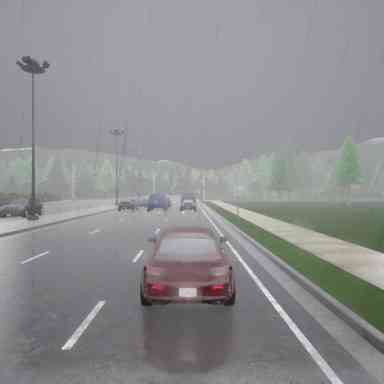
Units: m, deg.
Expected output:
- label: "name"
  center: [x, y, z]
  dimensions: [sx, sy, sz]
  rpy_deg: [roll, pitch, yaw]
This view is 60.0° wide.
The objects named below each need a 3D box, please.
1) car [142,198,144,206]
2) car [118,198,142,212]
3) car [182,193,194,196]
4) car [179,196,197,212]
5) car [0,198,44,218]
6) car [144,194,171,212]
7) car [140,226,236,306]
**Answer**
- label: "car"
  center: [-7.561, 1.563, 49.478]
  dimensions: [1.994, 1.385, 4.181]
  rpy_deg: [0, 0, -1]
- label: "car"
  center: [-7.440, 1.504, 39.128]
  dimensions: [1.837, 1.490, 4.892]
  rpy_deg: [0, 0, -1]
- label: "car"
  center: [-0.561, 1.221, 49.341]
  dimensions: [2.150, 2.045, 5.566]
  rpy_deg: [0, 0, -1]
- label: "car"
  center: [-0.441, 1.525, 39.275]
  dimensions: [1.812, 1.442, 4.674]
  rpy_deg: [0, 0, -1]
- label: "car"
  center: [-15.341, 1.352, 30.153]
  dimensions: [2.097, 1.767, 4.553]
  rpy_deg: [0, 0, -1]
- label: "car"
  center: [-3.937, 1.221, 38.902]
  dimensions: [2.150, 2.045, 5.566]
  rpy_deg: [0, 0, -1]
- label: "car"
  center: [-0.094, 1.526, 7.899]
  dimensions: [1.812, 1.442, 4.674]
  rpy_deg: [0, 0, -1]
